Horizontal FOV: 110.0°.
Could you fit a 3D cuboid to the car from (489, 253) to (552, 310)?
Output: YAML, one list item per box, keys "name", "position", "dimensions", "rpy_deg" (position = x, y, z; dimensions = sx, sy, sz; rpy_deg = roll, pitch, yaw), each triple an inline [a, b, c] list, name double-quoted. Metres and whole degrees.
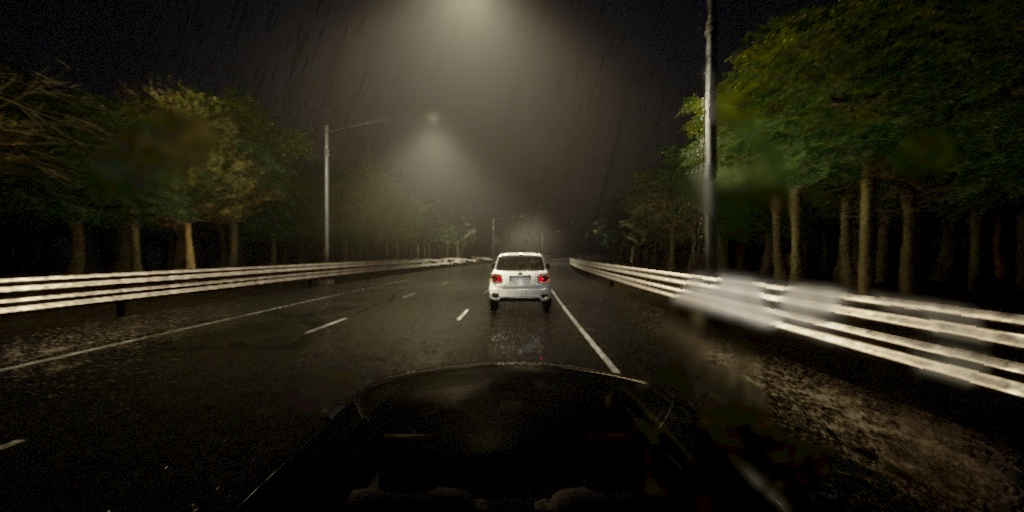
- name: "car"
  position: [0.349, 0.889, 14.271]
  dimensions: [2.150, 2.045, 5.566]
  rpy_deg: [0, 0, 2]
